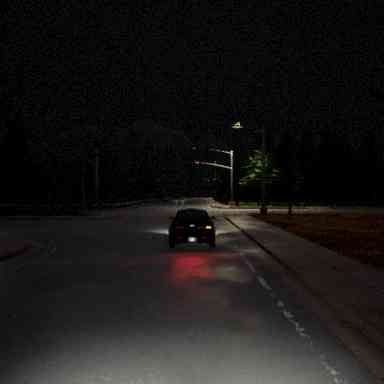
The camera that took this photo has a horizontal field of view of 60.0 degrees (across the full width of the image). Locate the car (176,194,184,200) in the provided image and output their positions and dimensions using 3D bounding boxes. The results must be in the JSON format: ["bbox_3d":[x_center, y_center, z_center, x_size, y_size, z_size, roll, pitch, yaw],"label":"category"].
[{"bbox_3d":[-3.105,1.296,85.362,1.837,1.490,4.892,0,0,2],"label":"car"}]

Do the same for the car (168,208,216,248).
[{"bbox_3d":[0.008,1.490,14.650,1.837,1.490,4.892,0,0,0],"label":"car"}]
